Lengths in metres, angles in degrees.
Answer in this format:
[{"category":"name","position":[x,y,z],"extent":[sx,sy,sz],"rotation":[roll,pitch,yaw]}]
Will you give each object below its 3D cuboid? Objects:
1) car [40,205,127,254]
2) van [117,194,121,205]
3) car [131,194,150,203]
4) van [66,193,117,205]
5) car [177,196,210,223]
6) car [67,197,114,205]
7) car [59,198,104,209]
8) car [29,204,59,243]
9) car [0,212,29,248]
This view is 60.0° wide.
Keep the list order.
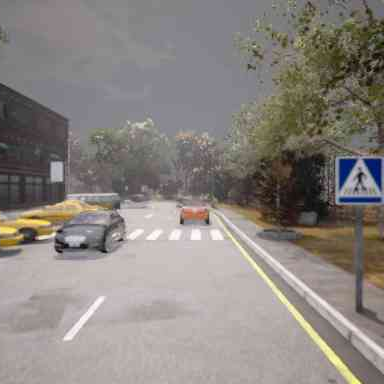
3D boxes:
[{"category":"car","position":[-3.927,1.490,13.566],"extent":[2.128,1.511,4.902],"rotation":[0,0,0]},{"category":"van","position":[-9.308,1.140,32.637],"extent":[4.442,1.987,1.878],"rotation":[-1,1,-20]},{"category":"car","position":[-8.705,1.063,55.644],"extent":[1.837,1.490,4.892],"rotation":[1,0,-33]},{"category":"van","position":[-9.288,1.179,29.637],"extent":[4.442,1.987,1.878],"rotation":[-1,1,-20]},{"category":"car","position":[0.203,1.325,25.240],"extent":[2.097,1.767,4.553],"rotation":[0,0,0]},{"category":"car","position":[-9.165,1.443,26.693],"extent":[5.008,1.535,2.097],"rotation":[-1,0,-20]},{"category":"car","position":[-9.314,1.474,23.625],"extent":[5.366,1.575,1.946],"rotation":[-1,0,-20]},{"category":"car","position":[-8.957,1.478,14.739],"extent":[5.366,1.575,1.946],"rotation":[-1,0,-20]},{"category":"car","position":[-8.958,1.479,11.737],"extent":[5.366,1.575,1.946],"rotation":[-1,0,-20]}]
